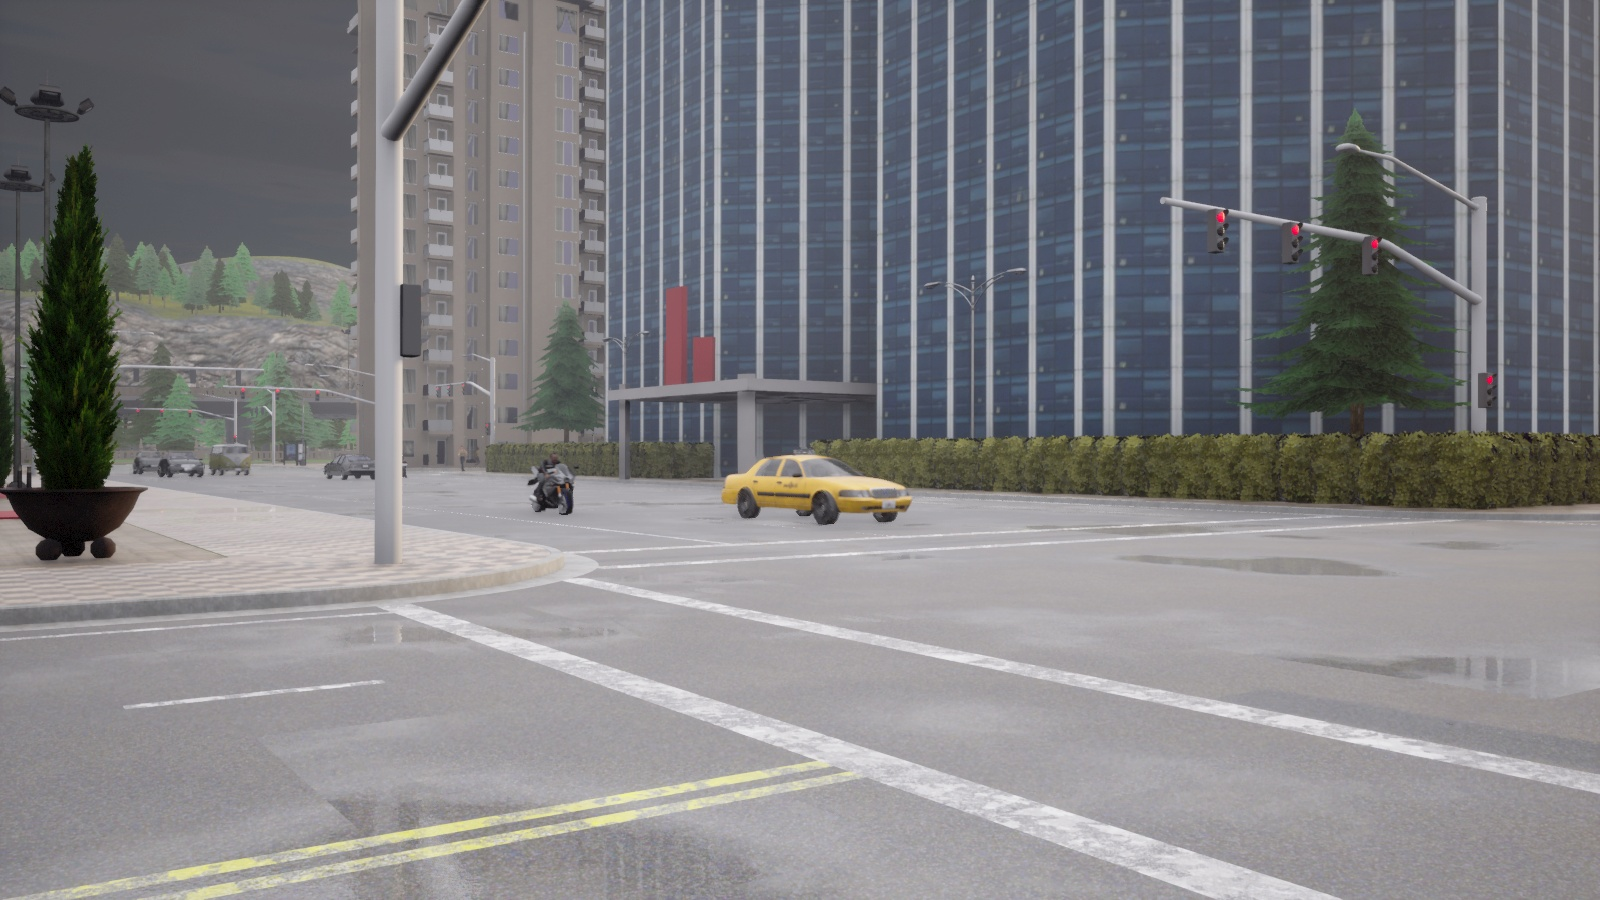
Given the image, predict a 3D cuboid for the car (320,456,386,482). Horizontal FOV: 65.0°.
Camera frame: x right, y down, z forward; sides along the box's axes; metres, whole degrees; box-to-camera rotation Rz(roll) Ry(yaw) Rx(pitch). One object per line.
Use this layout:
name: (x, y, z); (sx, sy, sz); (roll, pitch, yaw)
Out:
car: (-24.587, 1.013, 68.936); (2.033, 1.411, 5.357); (0, 0, -35)

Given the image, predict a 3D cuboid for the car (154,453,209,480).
car: (-35.839, 0.955, 72.743); (2.128, 1.511, 4.902); (0, 0, -35)

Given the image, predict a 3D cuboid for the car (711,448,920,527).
car: (0.206, 0.751, 27.728); (1.801, 1.575, 5.366); (0, 0, -35)

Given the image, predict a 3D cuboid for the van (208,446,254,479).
van: (-35.556, 0.765, 78.411); (1.775, 1.987, 4.442); (0, 0, -35)

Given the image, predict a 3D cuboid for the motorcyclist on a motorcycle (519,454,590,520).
motorcyclist on a motorcycle: (-5.957, 0.867, 30.390); (0.866, 1.530, 2.191); (0, 0, -35)

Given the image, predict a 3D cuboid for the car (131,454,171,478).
car: (-42.462, 1.014, 82.129); (1.789, 1.549, 3.705); (0, 0, -35)
